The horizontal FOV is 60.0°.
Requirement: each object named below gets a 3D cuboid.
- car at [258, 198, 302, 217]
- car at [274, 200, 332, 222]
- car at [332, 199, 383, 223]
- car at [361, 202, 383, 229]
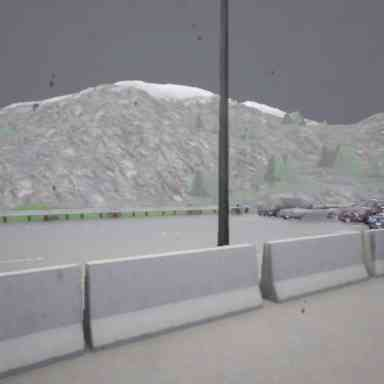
[{"bbox_3d":[7.936,1.284,28.996,4.553,1.767,2.097,0,0,-28],"label":"car"},{"bbox_3d":[9.020,1.545,25.660,4.718,1.301,1.895,0,0,-28],"label":"car"},{"bbox_3d":[12.537,1.311,23.511,4.553,1.767,2.097,0,0,-27],"label":"car"},{"bbox_3d":[12.381,1.496,19.494,4.674,1.442,1.812,0,0,-28],"label":"car"}]
